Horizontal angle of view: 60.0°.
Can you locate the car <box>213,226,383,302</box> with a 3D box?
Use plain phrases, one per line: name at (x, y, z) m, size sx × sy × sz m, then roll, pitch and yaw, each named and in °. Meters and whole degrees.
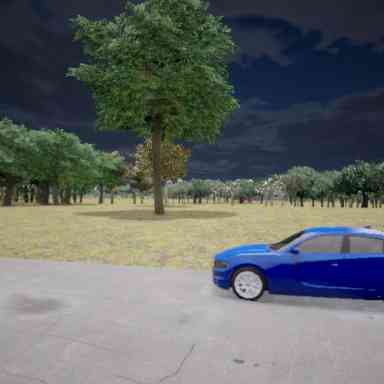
car at (2.949, 1.506, 7.302) m, size 5.008 × 1.535 × 1.882 m, roll -1°, pitch -2°, yaw 15°
